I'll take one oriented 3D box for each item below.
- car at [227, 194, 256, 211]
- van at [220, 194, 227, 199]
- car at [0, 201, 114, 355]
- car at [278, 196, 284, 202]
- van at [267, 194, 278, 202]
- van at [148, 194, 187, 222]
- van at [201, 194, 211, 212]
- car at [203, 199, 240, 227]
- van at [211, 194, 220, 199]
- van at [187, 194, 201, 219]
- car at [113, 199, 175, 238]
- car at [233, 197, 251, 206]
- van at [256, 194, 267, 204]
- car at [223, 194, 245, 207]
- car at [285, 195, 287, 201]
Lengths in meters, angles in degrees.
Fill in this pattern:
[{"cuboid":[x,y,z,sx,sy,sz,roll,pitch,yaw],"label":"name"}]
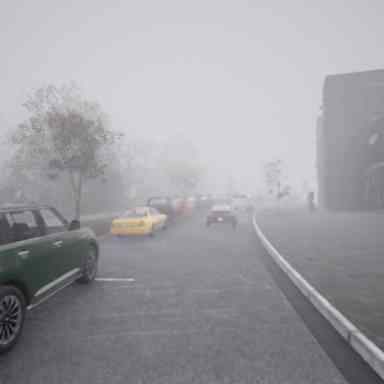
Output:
[{"cuboid":[6.191,1.211,40.795,2.150,2.045,5.566,-1,0,16],"label":"car"},{"cuboid":[5.066,1.340,49.939,1.878,1.987,4.442,-2,0,18],"label":"van"},{"cuboid":[-3.514,1.199,6.116,2.435,2.045,5.566,-3,0,2],"label":"car"},{"cuboid":[21.446,1.809,85.052,2.163,1.488,4.792,-1,0,26],"label":"car"},{"cuboid":[18.395,1.527,79.300,1.878,1.987,4.442,-2,0,25],"label":"van"},{"cuboid":[-1.804,1.206,22.882,1.878,1.987,4.442,-2,0,7],"label":"van"},{"cuboid":[0.360,1.237,33.855,1.878,1.987,4.442,-2,0,12],"label":"van"},{"cuboid":[2.048,1.459,22.162,1.812,1.442,4.674,0,0,9],"label":"car"},{"cuboid":[1.712,1.264,39.269,1.878,1.987,4.442,-2,0,13],"label":"van"},{"cuboid":[-0.816,1.217,28.388,1.878,1.987,4.442,-2,0,12],"label":"van"},{"cuboid":[-2.552,1.425,17.415,1.946,1.575,5.366,-2,0,8],"label":"car"},{"cuboid":[9.140,1.686,60.223,2.002,1.452,4.674,-2,0,23],"label":"car"},{"cuboid":[13.869,1.482,70.436,1.878,1.987,4.442,-2,0,26],"label":"van"},{"cuboid":[6.999,1.357,55.092,2.435,2.045,5.566,-2,0,19],"label":"car"},{"cuboid":[24.028,1.800,89.921,2.231,1.521,4.892,-1,0,26],"label":"car"}]
